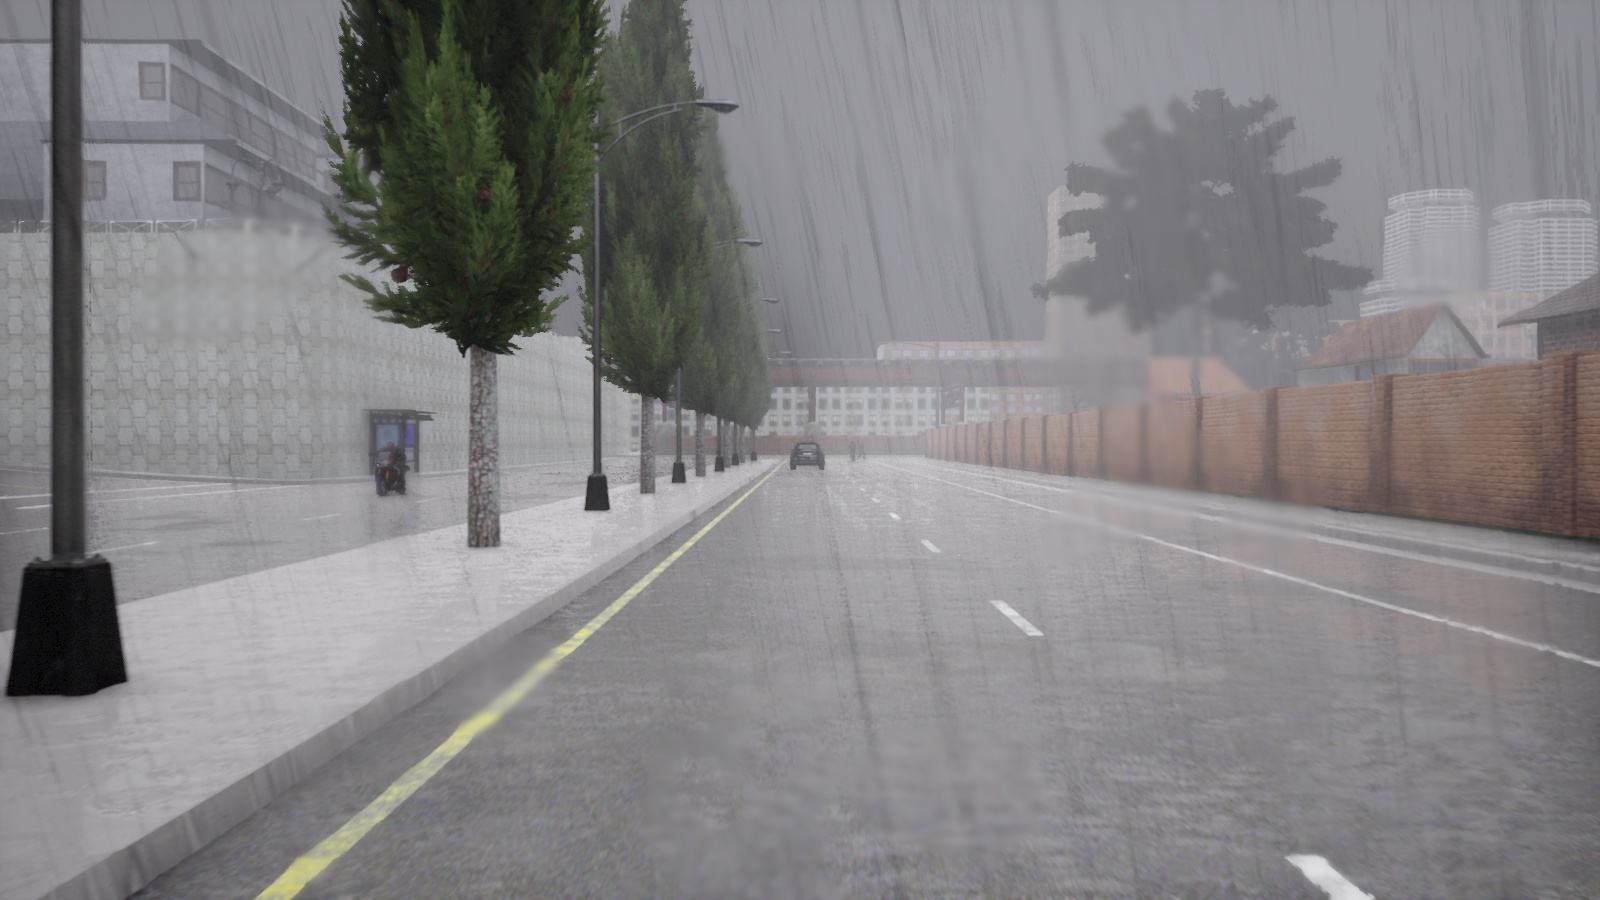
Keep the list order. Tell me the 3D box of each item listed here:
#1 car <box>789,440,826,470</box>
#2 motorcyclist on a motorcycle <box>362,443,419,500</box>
[{"bbox_3d":[0.423,0.273,71.684,2.033,1.649,4.856,0,0,0],"label":"car"},{"bbox_3d":[-11.287,0.563,34.681,0.866,1.530,2.191,0,0,0],"label":"motorcyclist on a motorcycle"}]
